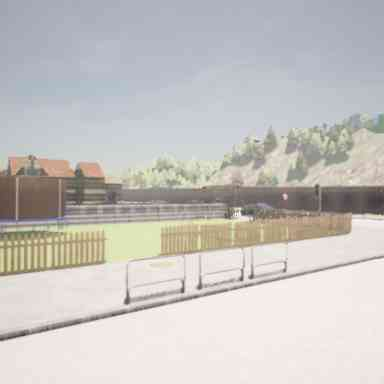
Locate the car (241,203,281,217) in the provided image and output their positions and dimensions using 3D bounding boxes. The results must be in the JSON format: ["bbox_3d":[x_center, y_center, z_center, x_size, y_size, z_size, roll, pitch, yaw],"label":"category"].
[{"bbox_3d":[6.865,1.799,33.386,1.994,1.385,4.181,1,0,-35],"label":"car"}]

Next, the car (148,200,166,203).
[{"bbox_3d":[-4.872,1.835,49.919,1.895,1.301,4.718,1,0,-35],"label":"car"}]

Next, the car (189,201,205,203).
[{"bbox_3d":[0.821,1.782,41.881,2.033,1.411,5.357,1,0,-35],"label":"car"}]
